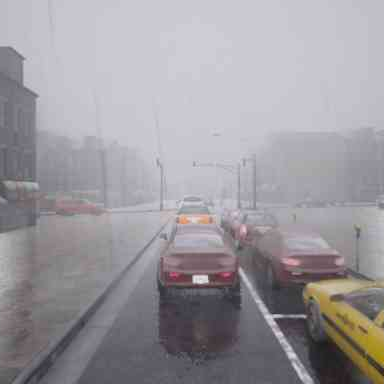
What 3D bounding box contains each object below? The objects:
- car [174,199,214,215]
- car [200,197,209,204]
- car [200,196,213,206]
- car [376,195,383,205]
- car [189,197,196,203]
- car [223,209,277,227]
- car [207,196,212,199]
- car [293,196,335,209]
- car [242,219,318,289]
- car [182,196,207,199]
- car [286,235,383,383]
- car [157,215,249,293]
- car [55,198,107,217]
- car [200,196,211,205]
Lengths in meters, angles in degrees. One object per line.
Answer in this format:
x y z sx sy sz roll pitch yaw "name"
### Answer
0.119 1.422 17.878 2.097 1.767 4.553 0 0 0 "car"
2.750 1.893 73.441 1.967 1.590 4.097 -1 -1 0 "car"
2.731 1.678 62.637 2.192 1.841 5.009 -1 0 0 "car"
25.478 0.685 40.390 5.566 2.045 2.150 -1 0 0 "car"
0.135 2.023 82.294 1.837 1.490 4.892 0 -1 0 "car"
2.656 1.495 14.425 1.967 1.590 4.097 0 0 0 "car"
2.724 1.760 57.234 1.967 1.590 4.097 -1 0 0 "car"
14.800 1.244 40.384 4.892 1.490 1.837 -2 0 0 "car"
2.647 1.614 8.958 1.802 1.307 4.206 0 0 0 "car"
-0.107 1.365 32.136 2.150 2.045 5.566 0 -1 -3 "car"
2.639 1.538 3.661 1.752 1.417 4.829 0 0 0 "car"
0.104 1.558 8.847 1.812 1.442 4.674 0 0 -2 "car"
-12.524 1.741 37.434 5.566 2.045 2.150 -2 0 1 "car"
2.740 1.722 68.040 2.192 1.841 5.009 -1 0 0 "car"
